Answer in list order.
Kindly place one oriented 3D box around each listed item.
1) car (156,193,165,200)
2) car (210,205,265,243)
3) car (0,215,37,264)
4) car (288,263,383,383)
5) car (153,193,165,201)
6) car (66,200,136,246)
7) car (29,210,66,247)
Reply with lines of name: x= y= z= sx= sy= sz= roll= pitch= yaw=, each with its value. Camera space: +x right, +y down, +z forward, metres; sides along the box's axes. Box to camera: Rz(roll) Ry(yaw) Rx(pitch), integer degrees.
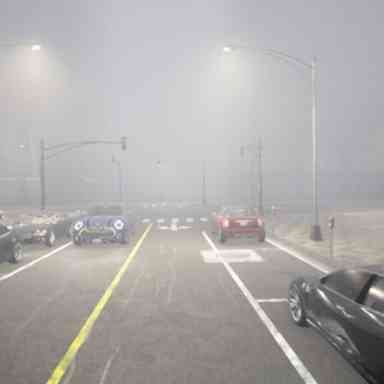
car: x=-7.901 y=1.068 z=84.012 sx=2.128 sy=1.511 sz=4.902 roll=-1 pitch=0 yaw=-4
car: x=1.956 y=1.298 z=15.270 sx=1.967 sy=1.590 sz=4.097 roll=-1 pitch=0 yaw=-3
car: x=-6.224 y=1.586 z=9.149 sx=1.947 sy=1.339 sz=4.313 roll=-1 pitch=0 yaw=-3
car: x=2.612 y=1.497 z=4.018 sx=1.947 sy=1.339 sz=4.313 roll=-1 pitch=0 yaw=-3
car: x=-6.937 y=1.125 z=68.485 sx=1.837 sy=1.490 sz=4.892 roll=-1 pitch=1 yaw=-4
car: x=-3.802 y=1.293 z=15.081 sx=2.097 sy=1.767 sz=4.553 roll=-1 pitch=0 yaw=-3
car: x=-6.552 y=1.534 z=14.776 sx=2.008 sy=1.369 sz=4.403 roll=-1 pitch=0 yaw=-3
